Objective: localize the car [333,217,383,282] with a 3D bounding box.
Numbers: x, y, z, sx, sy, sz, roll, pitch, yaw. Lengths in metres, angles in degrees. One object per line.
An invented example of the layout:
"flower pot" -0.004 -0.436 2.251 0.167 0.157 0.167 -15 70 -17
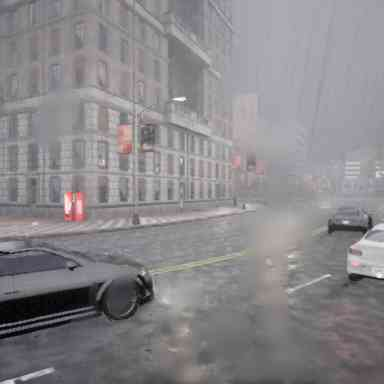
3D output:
"car" 5.577 1.523 8.708 1.812 1.442 4.674 0 0 44

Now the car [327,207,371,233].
"car" 9.044 1.555 18.954 1.994 1.385 4.181 0 0 32

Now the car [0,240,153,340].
"car" -2.794 1.558 5.827 4.181 1.385 1.994 0 0 -36
